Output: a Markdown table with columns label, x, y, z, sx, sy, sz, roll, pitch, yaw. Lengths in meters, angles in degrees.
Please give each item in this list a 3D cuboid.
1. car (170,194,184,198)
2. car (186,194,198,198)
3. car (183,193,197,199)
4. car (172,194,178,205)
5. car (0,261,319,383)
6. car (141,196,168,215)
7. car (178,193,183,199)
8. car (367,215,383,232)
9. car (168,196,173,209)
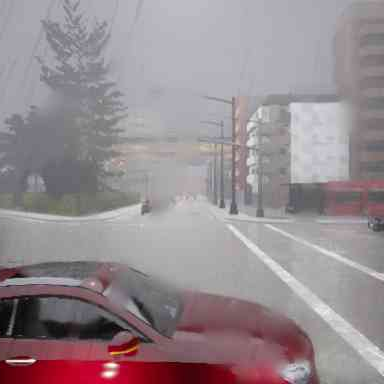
| label | x | y | z | sx | sy | sz | roll | pitch | yaw |
| --- | --- | --- | --- | --- | --- | --- | --- | --- | --- |
| car | -4.109 | 1.057 | 91.772 | 1.853 | 1.218 | 4.536 | 0 | 0 | 24 |
| car | 0.013 | 1.048 | 91.488 | 1.853 | 1.218 | 4.536 | 0 | 0 | -21 |
| car | 0.032 | 1.206 | 91.440 | 2.038 | 1.542 | 4.974 | 0 | 0 | -21 |
| car | -3.836 | 1.413 | 56.379 | 1.994 | 1.385 | 4.181 | 0 | 0 | 0 |
| car | -1.103 | 1.523 | 3.527 | 4.674 | 1.442 | 1.812 | 0 | 0 | -1 |
| car | -3.772 | 1.386 | 32.635 | 1.882 | 1.535 | 5.008 | 0 | 0 | 0 |
| car | -4.130 | 1.215 | 91.725 | 2.038 | 1.542 | 4.974 | 0 | 0 | 24 |
| car | 11.928 | 1.530 | 17.810 | 4.674 | 1.442 | 1.812 | 0 | 0 | -1 |
| car | -3.820 | 1.484 | 42.802 | 1.895 | 1.301 | 4.718 | 0 | 0 | 0 |
